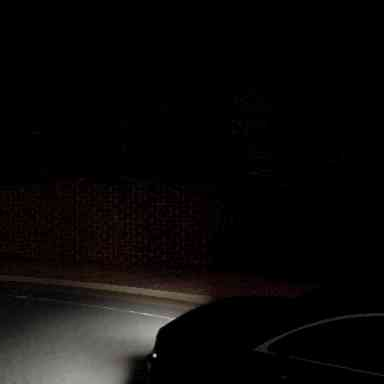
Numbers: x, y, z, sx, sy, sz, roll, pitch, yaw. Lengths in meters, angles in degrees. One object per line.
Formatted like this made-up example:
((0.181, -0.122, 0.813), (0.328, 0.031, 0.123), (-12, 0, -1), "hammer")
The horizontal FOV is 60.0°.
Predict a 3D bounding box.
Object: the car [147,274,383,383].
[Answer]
((1.799, 1.499, 2.775), (4.892, 1.490, 1.837), (-2, -2, 34), "car")
